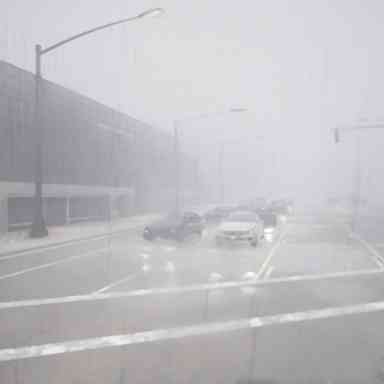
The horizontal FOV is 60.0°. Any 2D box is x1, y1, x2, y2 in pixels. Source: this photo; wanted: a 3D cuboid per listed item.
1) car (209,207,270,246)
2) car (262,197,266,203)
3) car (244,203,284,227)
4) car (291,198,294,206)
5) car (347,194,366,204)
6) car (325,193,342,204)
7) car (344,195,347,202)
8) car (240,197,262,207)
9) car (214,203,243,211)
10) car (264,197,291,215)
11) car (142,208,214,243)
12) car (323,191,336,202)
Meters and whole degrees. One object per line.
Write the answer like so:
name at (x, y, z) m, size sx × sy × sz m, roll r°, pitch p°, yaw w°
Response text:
car at (2.507, 1.692, 16.401) m, size 1.812 × 1.442 × 4.674 m, roll -1°, pitch -1°, yaw 19°
car at (10.143, 1.447, 48.803) m, size 1.812 × 1.442 × 4.674 m, roll -1°, pitch 1°, yaw 20°
car at (5.388, 1.758, 24.621) m, size 1.994 × 1.385 × 4.181 m, roll -1°, pitch 0°, yaw 20°
car at (14.258, 1.415, 49.943) m, size 1.994 × 1.385 × 4.181 m, roll -1°, pitch 0°, yaw 19°
car at (26.774, 1.264, 53.700) m, size 1.994 × 1.385 × 4.181 m, roll -1°, pitch -1°, yaw 19°
car at (23.471, 1.274, 54.857) m, size 1.812 × 1.442 × 4.674 m, roll -1°, pitch -1°, yaw 19°
car at (30.080, 1.188, 63.156) m, size 2.128 × 1.511 × 4.902 m, roll -1°, pitch -2°, yaw 19°
car at (6.393, 1.584, 38.115) m, size 1.882 × 1.535 × 5.008 m, roll -1°, pitch 0°, yaw 19°
car at (2.459, 1.836, 26.880) m, size 1.895 × 1.301 × 4.718 m, roll -1°, pitch 0°, yaw 20°
car at (9.284, 1.556, 35.781) m, size 1.882 × 1.535 × 5.008 m, roll -1°, pitch 1°, yaw 19°
car at (-0.687, 1.767, 17.914) m, size 2.033 × 1.411 × 5.357 m, roll -1°, pitch -1°, yaw 19°
car at (26.786, 0.937, 64.349) m, size 2.150 × 2.045 × 5.566 m, roll -1°, pitch -2°, yaw 19°
